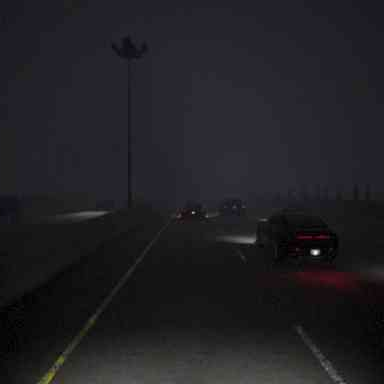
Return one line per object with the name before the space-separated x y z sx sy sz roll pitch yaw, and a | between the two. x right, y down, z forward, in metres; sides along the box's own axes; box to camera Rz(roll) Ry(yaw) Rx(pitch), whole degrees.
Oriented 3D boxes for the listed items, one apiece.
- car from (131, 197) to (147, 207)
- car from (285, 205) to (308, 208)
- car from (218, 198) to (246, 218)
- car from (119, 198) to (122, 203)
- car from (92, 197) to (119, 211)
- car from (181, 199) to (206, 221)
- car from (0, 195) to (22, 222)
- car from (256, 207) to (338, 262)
car | -7.398 1.479 46.462 2.128 1.511 4.902 0 0 -1
car | 7.099 1.557 22.955 1.994 1.385 4.181 0 0 0
car | 3.577 1.343 30.304 2.097 1.767 4.553 0 0 0
car | -14.835 1.610 63.853 1.895 1.301 4.718 0 0 -1
car | -10.765 1.589 40.804 1.895 1.301 4.718 0 0 -1
car | 0.093 1.556 27.537 1.994 1.385 4.181 0 0 0
car | -14.105 1.215 23.312 2.150 2.045 5.566 0 0 0
car | 3.600 1.501 12.125 1.837 1.490 4.892 0 0 0
